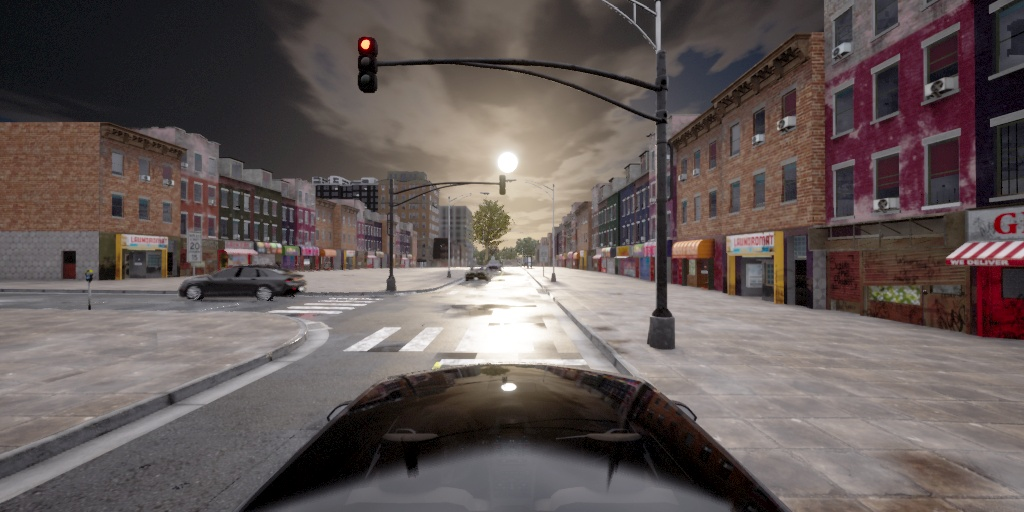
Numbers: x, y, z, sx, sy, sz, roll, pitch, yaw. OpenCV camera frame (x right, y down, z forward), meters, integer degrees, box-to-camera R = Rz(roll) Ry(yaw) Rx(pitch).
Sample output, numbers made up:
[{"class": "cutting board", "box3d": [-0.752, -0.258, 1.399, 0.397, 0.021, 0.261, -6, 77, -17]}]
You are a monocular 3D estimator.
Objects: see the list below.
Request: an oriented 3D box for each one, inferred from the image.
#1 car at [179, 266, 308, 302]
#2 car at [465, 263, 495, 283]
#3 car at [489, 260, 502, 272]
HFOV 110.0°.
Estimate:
[{"class": "car", "box3d": [-11.654, 1.169, 15.703, 4.892, 1.490, 1.837, 1, 1, -1]}, {"class": "car", "box3d": [-2.738, 1.455, 29.607, 1.895, 1.301, 4.718, 0, 0, 0]}, {"class": "car", "box3d": [-2.623, 1.360, 52.254, 2.097, 1.767, 4.553, 0, -1, 0]}]
